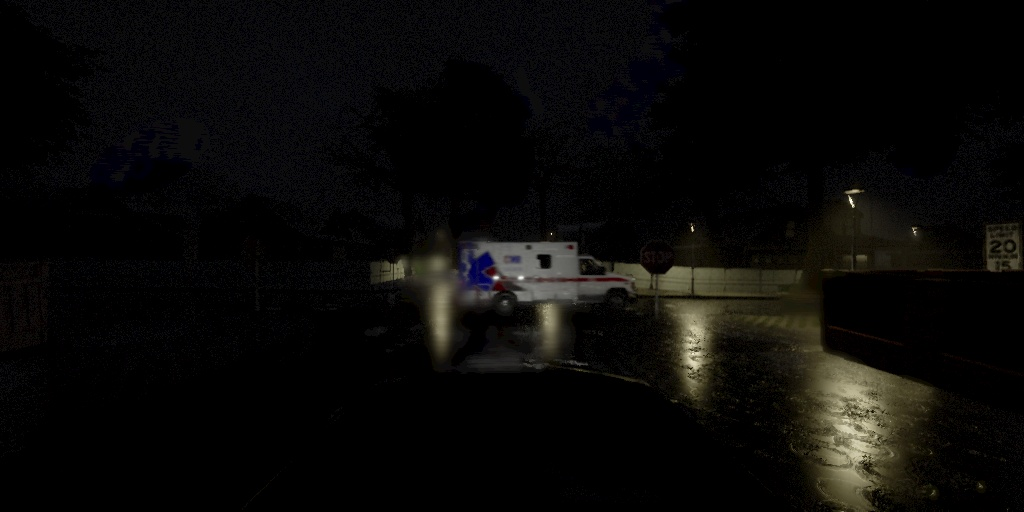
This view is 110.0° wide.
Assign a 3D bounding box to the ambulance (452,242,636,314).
[{"bbox_3d":[1.143,0.737,13.064,6.366,2.431,2.351,0,0,-1],"label":"ambulance"}]
